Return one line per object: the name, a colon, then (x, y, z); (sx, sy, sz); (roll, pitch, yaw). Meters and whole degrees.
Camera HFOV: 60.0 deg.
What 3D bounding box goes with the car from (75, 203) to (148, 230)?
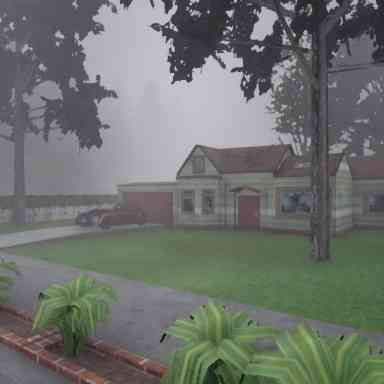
car: (-4.457, 1.299, 18.838); (1.994, 1.381, 4.181); (0, 0, 36)
